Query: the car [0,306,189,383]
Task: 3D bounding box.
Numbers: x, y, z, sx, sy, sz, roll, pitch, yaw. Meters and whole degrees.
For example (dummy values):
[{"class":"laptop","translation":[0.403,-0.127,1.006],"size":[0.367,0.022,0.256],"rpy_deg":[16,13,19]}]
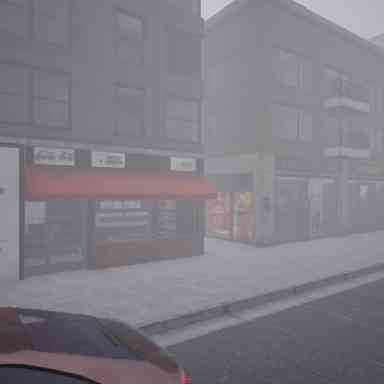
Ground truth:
[{"class":"car","translation":[-1.992,1.564,1.958],"size":[4.181,1.385,1.994],"rpy_deg":[0,0,-36]}]
